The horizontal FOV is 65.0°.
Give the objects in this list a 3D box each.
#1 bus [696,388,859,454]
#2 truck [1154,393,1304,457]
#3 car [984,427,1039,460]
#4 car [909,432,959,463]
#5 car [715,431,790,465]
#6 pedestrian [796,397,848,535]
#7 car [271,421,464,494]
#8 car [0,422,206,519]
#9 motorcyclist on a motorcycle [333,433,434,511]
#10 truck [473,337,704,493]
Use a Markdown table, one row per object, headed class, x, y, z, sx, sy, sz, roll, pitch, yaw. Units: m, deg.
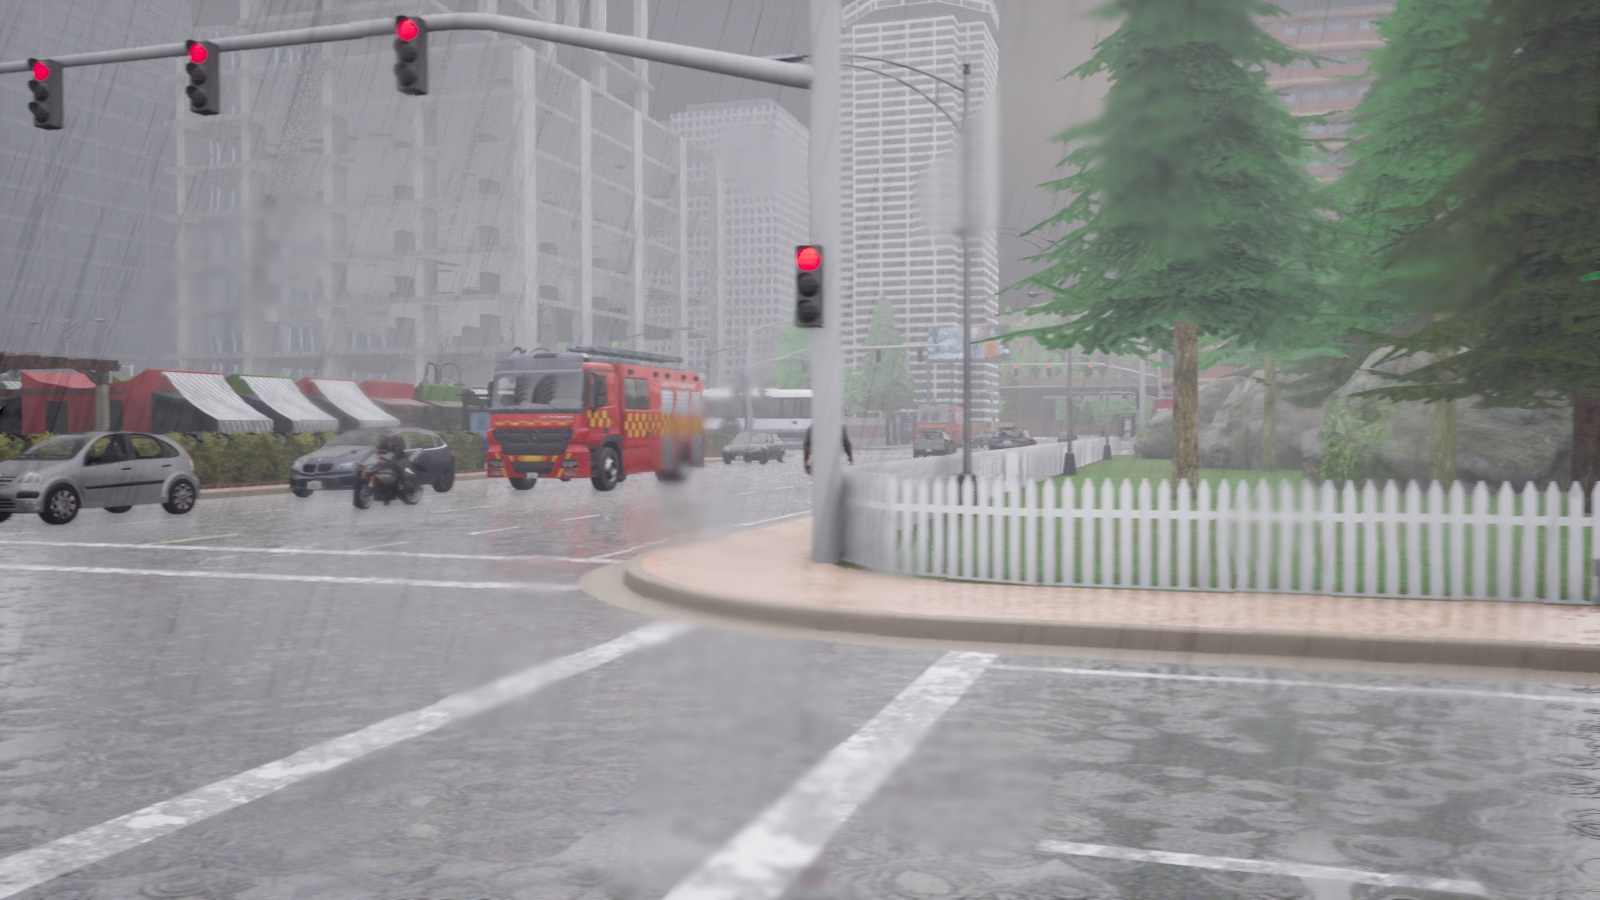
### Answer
| class | x | y | z | sx | sy | sz | roll | pitch | yaw |
| --- | --- | --- | --- | --- | --- | --- | --- | --- | --- |
| bus | -1.517 | -1.967 | 85.279 | 10.273 | 4.253 | 3.944 | 1 | 1 | 17 |
| truck | 26.331 | -1.535 | 77.483 | 8.468 | 3.827 | 2.891 | 0 | 1 | 11 |
| car | 11.188 | -0.347 | 66.162 | 2.242 | 1.667 | 4.611 | 1 | 1 | 17 |
| car | 6.842 | -0.158 | 63.946 | 1.845 | 1.501 | 3.633 | 0 | 1 | 17 |
| car | -2.154 | -0.116 | 58.310 | 2.163 | 1.488 | 4.792 | 0 | 1 | 15 |
| pedestrian | 0.305 | 0.209 | 17.322 | 0.540 | 1.848 | 0.694 | 0 | 1 | 17 |
| car | -10.594 | 0.131 | 31.194 | 2.242 | 1.667 | 4.611 | 0 | 1 | 17 |
| car | -13.123 | 0.307 | 22.999 | 1.851 | 1.617 | 3.988 | 0 | 1 | 17 |
| motorcyclist on a motorcycle | -8.558 | 0.414 | 25.922 | 0.866 | 1.530 | 2.191 | 0 | 1 | 17 |
| truck | -5.629 | -0.926 | 35.379 | 2.891 | 3.827 | 8.468 | 0 | 1 | 17 |
